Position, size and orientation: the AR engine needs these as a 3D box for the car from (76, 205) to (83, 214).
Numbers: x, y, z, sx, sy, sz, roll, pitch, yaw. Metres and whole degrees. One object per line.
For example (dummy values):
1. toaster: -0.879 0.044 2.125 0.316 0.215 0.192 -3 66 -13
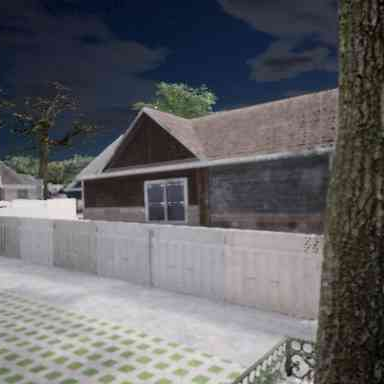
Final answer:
1. car: -10.598 1.632 36.245 2.033 1.411 5.357 -3 -1 36
